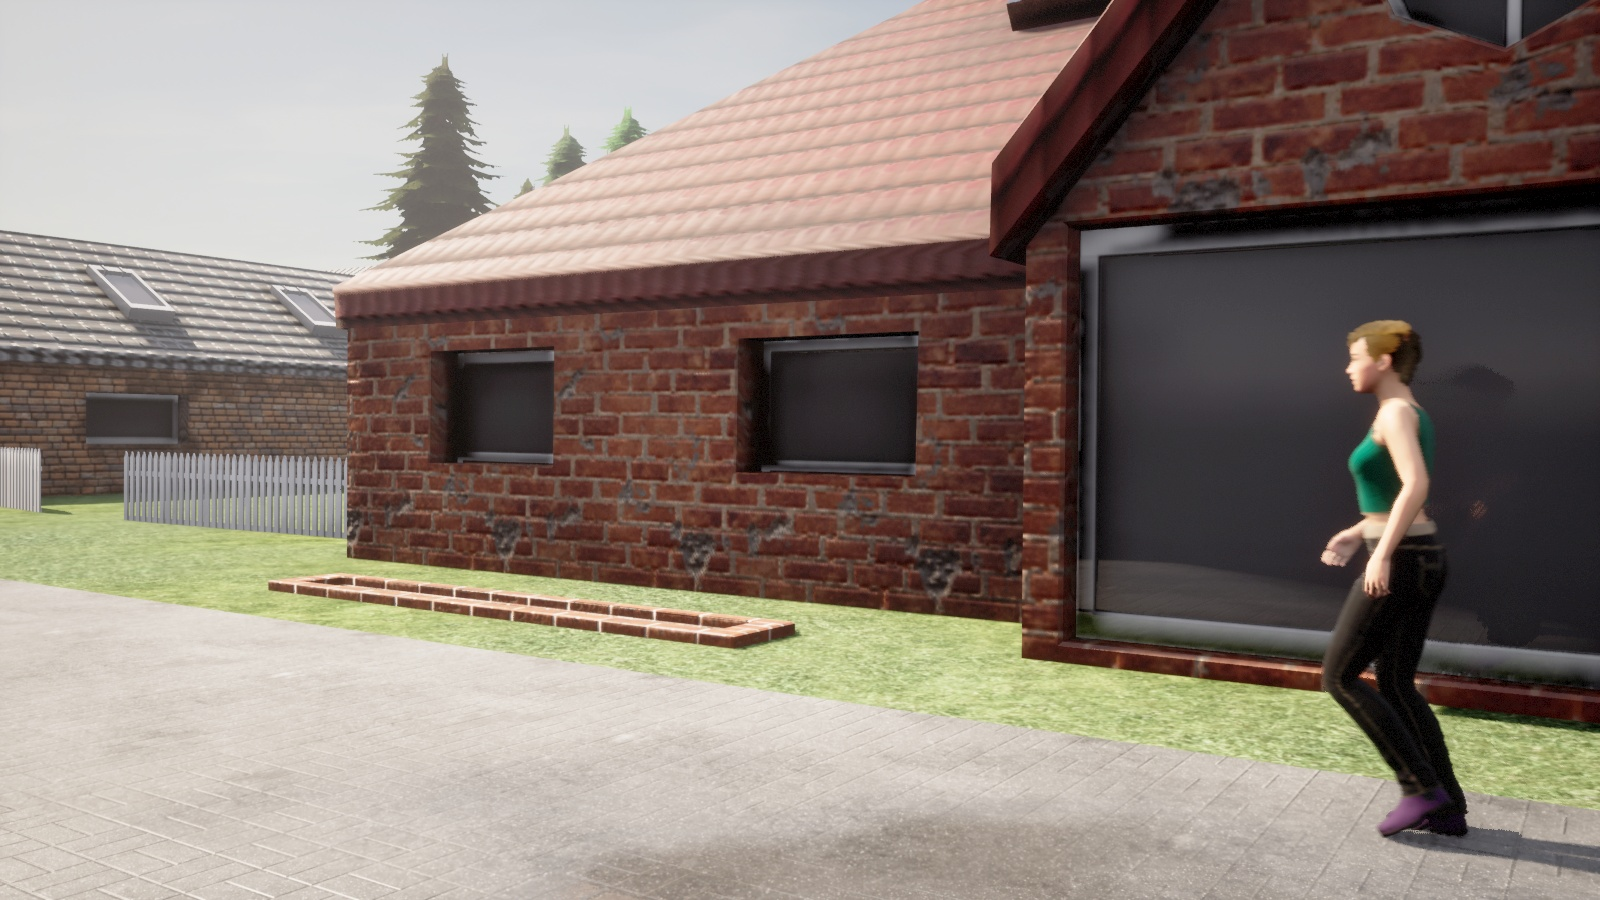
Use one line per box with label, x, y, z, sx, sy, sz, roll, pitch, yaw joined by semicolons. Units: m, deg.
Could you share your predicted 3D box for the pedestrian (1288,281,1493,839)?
pedestrian;2.089;0.361;4.448;0.594;1.836;0.345;0;1;38
